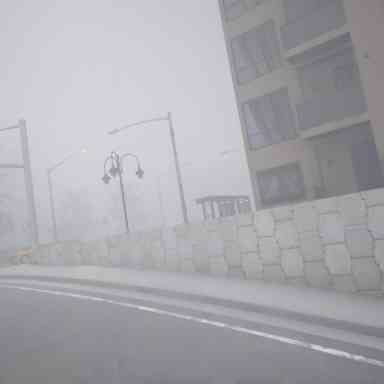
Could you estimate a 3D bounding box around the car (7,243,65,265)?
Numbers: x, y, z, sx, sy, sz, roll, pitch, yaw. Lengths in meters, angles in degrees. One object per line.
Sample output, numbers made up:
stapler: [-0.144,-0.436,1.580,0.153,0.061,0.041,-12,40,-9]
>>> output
car: [-13.698,5.362,29.558,1.882,1.535,5.008,-14,-8,35]

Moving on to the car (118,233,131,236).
car: [-7.858,5.455,37.491,1.895,1.301,4.718,-14,-8,35]
